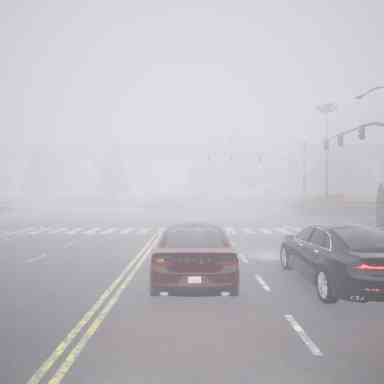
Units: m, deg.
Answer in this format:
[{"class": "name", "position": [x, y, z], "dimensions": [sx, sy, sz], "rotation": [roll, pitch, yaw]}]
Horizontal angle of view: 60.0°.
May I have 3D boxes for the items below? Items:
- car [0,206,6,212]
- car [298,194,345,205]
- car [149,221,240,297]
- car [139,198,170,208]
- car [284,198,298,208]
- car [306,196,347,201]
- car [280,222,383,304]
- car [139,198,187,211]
[{"class": "car", "position": [-21.533, 1.547, 33.080], "dimensions": [5.357, 1.411, 2.033], "rotation": [0, 0, 0]}, {"class": "car", "position": [17.425, 1.221, 43.639], "dimensions": [5.566, 2.045, 2.150], "rotation": [0, 0, 0]}, {"class": "car", "position": [0.055, 1.478, 8.640], "dimensions": [1.882, 1.535, 5.008], "rotation": [0, 0, 0]}, {"class": "car", "position": [-5.259, 1.564, 47.221], "dimensions": [4.181, 1.385, 1.994], "rotation": [0, 0, 0]}, {"class": "car", "position": [15.541, 1.505, 47.146], "dimensions": [4.892, 1.490, 1.837], "rotation": [0, 0, 0]}, {"class": "car", "position": [16.352, 1.526, 40.144], "dimensions": [4.674, 1.442, 1.812], "rotation": [0, 0, 0]}, {"class": "car", "position": [3.554, 1.505, 8.128], "dimensions": [1.837, 1.490, 4.892], "rotation": [0, 0, 0]}, {"class": "car", "position": [-3.273, 1.548, 40.214], "dimensions": [5.357, 1.411, 2.033], "rotation": [0, 0, 0]}]
